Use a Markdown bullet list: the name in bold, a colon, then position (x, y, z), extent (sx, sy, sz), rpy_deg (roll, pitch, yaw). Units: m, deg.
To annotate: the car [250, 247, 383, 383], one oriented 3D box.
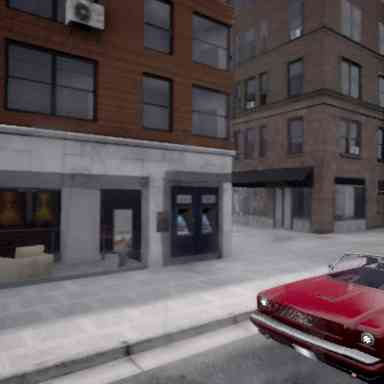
- **car**: position (3.167, 1.655, 5.329), extent (4.718, 1.301, 1.895), rpy_deg (1, 0, -35)
